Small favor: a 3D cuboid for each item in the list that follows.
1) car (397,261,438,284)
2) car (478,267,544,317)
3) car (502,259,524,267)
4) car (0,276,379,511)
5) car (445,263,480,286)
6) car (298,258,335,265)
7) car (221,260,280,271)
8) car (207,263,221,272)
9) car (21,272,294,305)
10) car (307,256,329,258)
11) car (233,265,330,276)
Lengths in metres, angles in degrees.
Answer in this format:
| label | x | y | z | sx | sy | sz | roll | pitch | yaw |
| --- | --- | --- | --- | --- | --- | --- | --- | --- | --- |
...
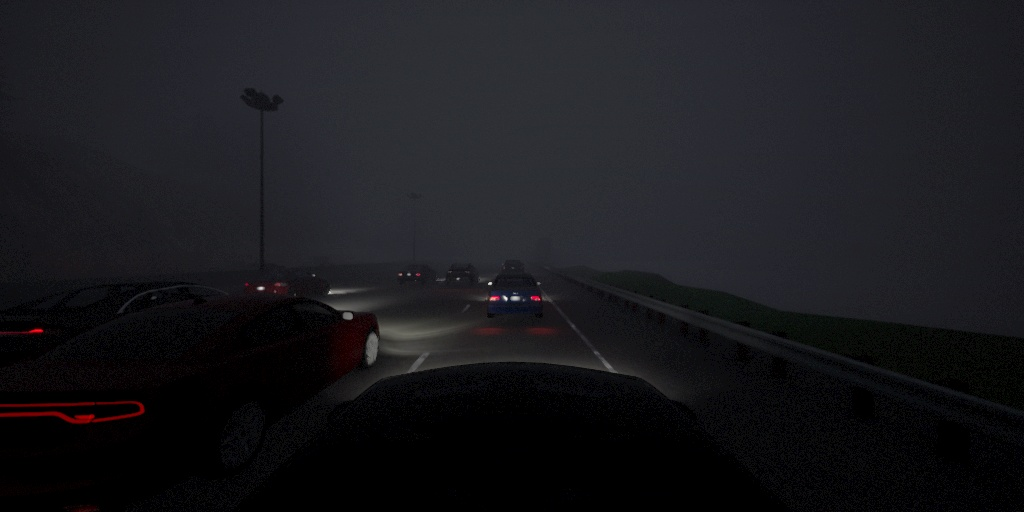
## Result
| label | x | y | z | sx | sy | sz | roll | pitch | yaw |
| --- | --- | --- | --- | --- | --- | --- | --- | --- | --- |
| car | -6.910 | 1.301 | 26.563 | 2.033 | 1.411 | 5.357 | 0 | 0 | 0 |
| car | 0.095 | 1.299 | 13.060 | 2.033 | 1.411 | 5.357 | 0 | 0 | 0 |
| car | 0.085 | 1.108 | 34.164 | 2.097 | 1.767 | 4.553 | 0 | 0 | 0 |
| car | -3.408 | 1.228 | 4.740 | 1.882 | 1.535 | 5.008 | 0 | 0 | 0 |
| car | -3.411 | 1.245 | 25.141 | 2.128 | 1.511 | 4.902 | 0 | 0 | 0 |
| car | -24.601 | 1.304 | 45.761 | 2.033 | 1.411 | 5.357 | 0 | 0 | 0 |
| car | -21.110 | 1.231 | 29.917 | 1.882 | 1.535 | 5.008 | 0 | 0 | 0 |
| car | -31.582 | 1.258 | 40.276 | 1.837 | 1.490 | 4.892 | 0 | 0 | 0 |
| car | -6.906 | 1.242 | 7.065 | 2.128 | 1.511 | 4.902 | 0 | 0 | 0 |
| car | -28.083 | 0.979 | 51.242 | 2.150 | 2.045 | 5.566 | 0 | 0 | 0 |
| car | -10.408 | 1.316 | 16.866 | 1.994 | 1.385 | 4.181 | 0 | 0 | 0 |
